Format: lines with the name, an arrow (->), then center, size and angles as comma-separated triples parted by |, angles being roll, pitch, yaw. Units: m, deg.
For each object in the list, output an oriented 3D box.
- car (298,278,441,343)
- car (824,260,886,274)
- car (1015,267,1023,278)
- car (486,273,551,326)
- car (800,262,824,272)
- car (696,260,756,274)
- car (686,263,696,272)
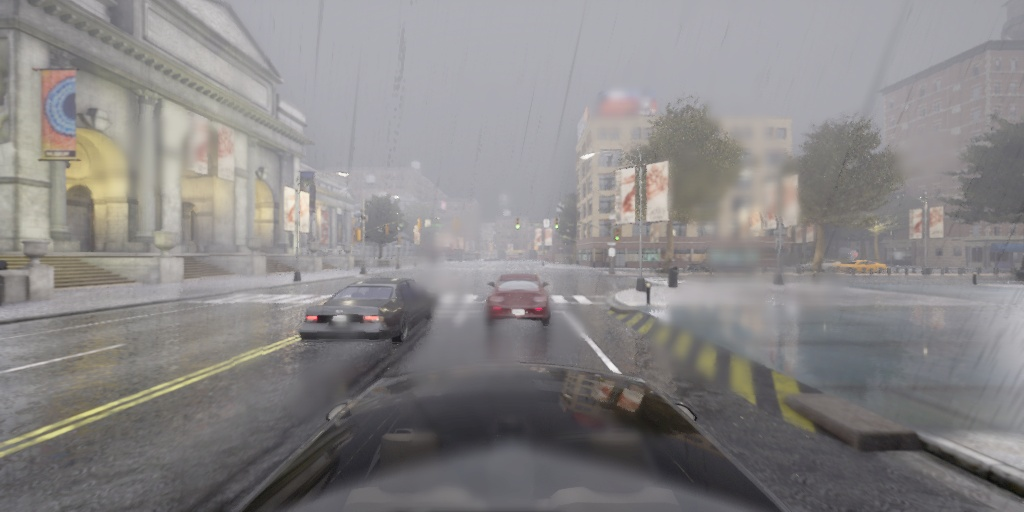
car -> -3.324, 1.286, 9.550 | 2.033, 1.411, 5.357 | 0, 0, 1
car -> 37.703, 1.193, 39.164 | 5.008, 1.535, 1.882 | 0, 0, 1
car -> 46.744, 1.293, 31.046 | 4.181, 1.385, 1.994 | 0, 0, 1
car -> 0.202, 1.263, 11.443 | 1.812, 1.442, 4.674 | 0, 0, 1
car -> 36.915, 1.236, 42.679 | 4.674, 1.442, 1.812 | 0, 0, 1
car -> 23.648, 1.258, 39.344 | 5.357, 1.411, 2.033 | 0, 0, 1
car -> 23.425, 1.197, 42.835 | 4.902, 1.511, 2.128 | 0, 0, 1
